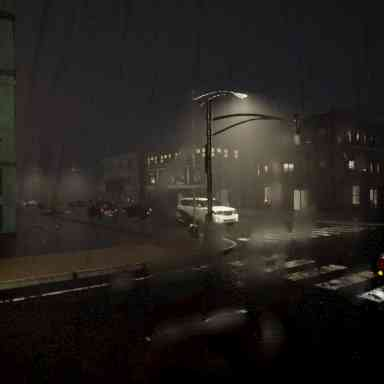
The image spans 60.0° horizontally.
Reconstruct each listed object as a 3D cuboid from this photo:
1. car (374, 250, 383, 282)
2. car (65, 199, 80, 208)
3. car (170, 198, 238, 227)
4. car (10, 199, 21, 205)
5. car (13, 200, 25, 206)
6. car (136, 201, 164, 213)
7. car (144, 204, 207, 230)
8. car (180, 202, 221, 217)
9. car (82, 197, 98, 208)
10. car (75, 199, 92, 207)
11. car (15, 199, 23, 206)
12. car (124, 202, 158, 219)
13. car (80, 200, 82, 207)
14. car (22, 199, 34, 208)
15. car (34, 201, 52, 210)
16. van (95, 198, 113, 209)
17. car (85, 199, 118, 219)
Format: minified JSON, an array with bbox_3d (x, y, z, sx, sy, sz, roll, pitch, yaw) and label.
[{"bbox_3d":[6.386,1.562,8.268,4.181,1.385,1.994,0,0,-36],"label":"car"},{"bbox_3d":[-21.453,2.230,61.637,1.994,1.385,4.181,-1,0,-36],"label":"car"},{"bbox_3d":[0.956,1.443,24.784,2.150,2.045,5.566,-1,0,-35],"label":"car"},{"bbox_3d":[-44.644,2.597,84.104,1.887,1.381,4.507,-1,0,-36],"label":"car"},{"bbox_3d":[-41.425,2.547,79.603,2.008,1.369,4.403,-1,0,-36],"label":"car"},{"bbox_3d":[-5.636,1.966,43.952,1.802,1.307,4.206,-2,0,-36],"label":"car"},{"bbox_3d":[-1.262,1.815,23.215,1.947,1.339,4.313,-2,0,-36],"label":"car"},{"bbox_3d":[0.801,1.810,34.947,2.008,1.369,4.403,-2,0,-36],"label":"car"},{"bbox_3d":[-15.393,2.032,53.157,1.882,1.535,5.008,-1,0,-35],"label":"car"},{"bbox_3d":[-21.733,2.227,66.466,1.887,1.381,4.507,-1,0,-36],"label":"car"},{"bbox_3d":[-38.208,2.380,75.099,1.967,1.590,4.097,-1,0,-36],"label":"car"},{"bbox_3d":[-4.995,1.886,33.112,2.033,1.411,5.357,-1,0,-36],"label":"car"},{"bbox_3d":[-18.519,1.940,61.963,2.192,1.841,5.009,-1,0,-36],"label":"car"},{"bbox_3d":[-31.768,2.376,66.094,2.008,1.369,4.403,-1,0,-36],"label":"car"},{"bbox_3d":[-25.231,2.232,56.950,1.752,1.417,4.829,-1,0,-36],"label":"car"},{"bbox_3d":[-15.299,1.907,57.460,1.690,1.788,3.998,-1,0,-36],"label":"van"},{"bbox_3d":[-9.237,1.846,34.574,1.967,1.590,4.097,-1,0,-36],"label":"car"}]
